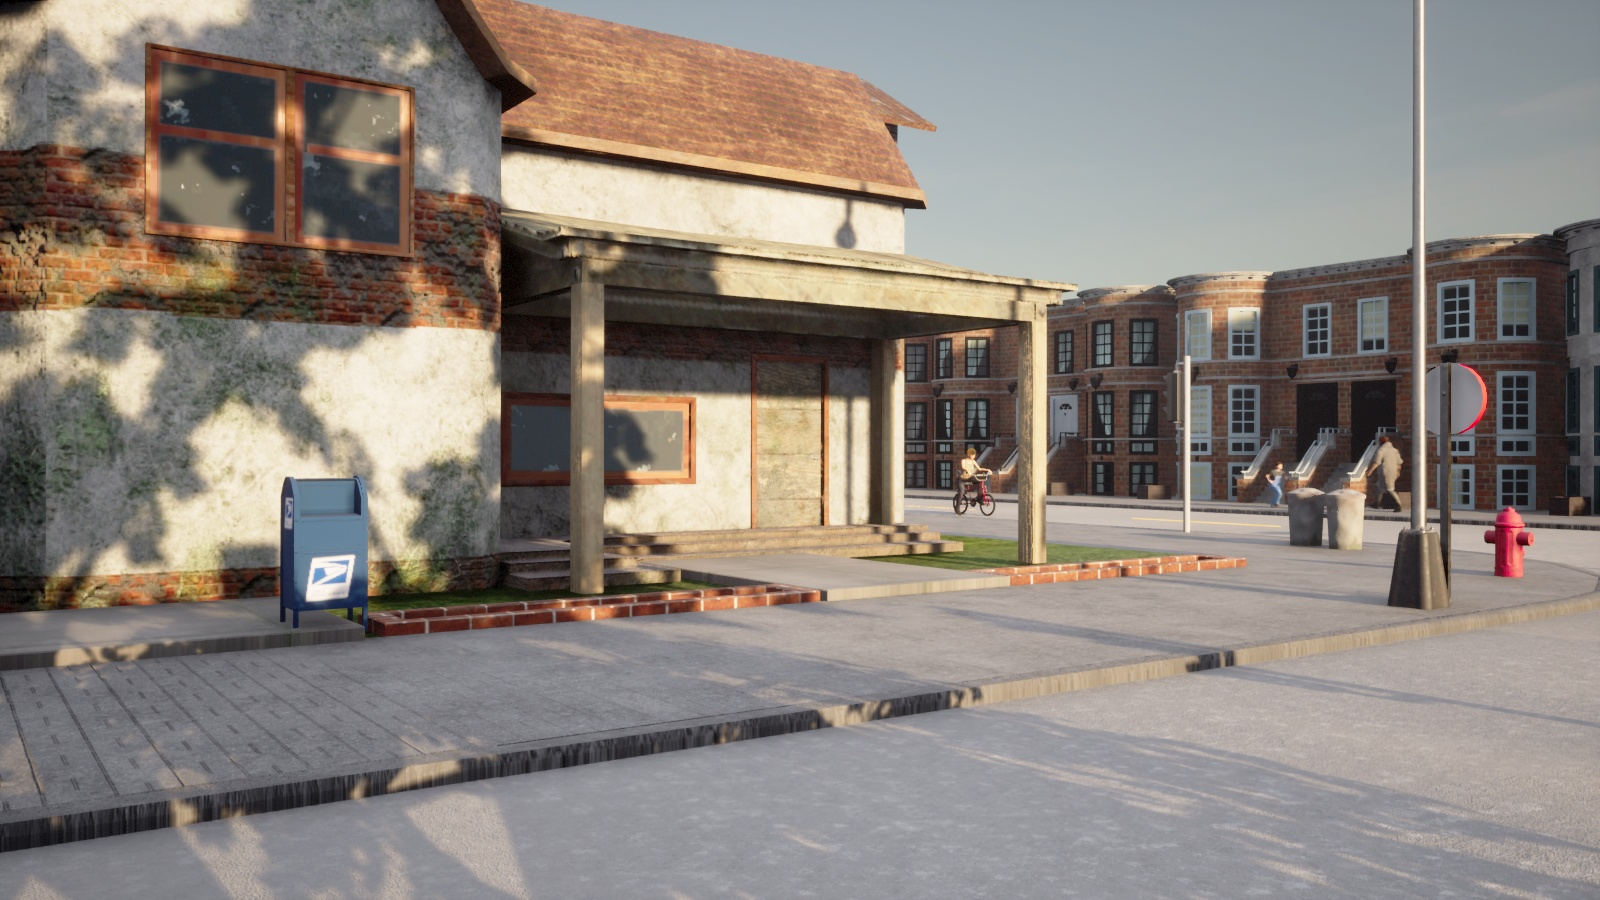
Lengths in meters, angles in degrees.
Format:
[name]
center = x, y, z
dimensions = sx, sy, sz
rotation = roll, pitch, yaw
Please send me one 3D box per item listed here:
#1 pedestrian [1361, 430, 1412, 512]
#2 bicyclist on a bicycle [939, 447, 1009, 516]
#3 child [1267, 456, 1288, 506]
[pedestrian]
center = 14.082, 0.498, 30.156
dimensions = 0.659, 1.952, 0.873
rotation = 0, 0, -31
[bicyclist on a bicycle]
center = 4.182, 0.746, 30.190
dimensions = 0.866, 1.612, 1.509
rotation = 0, 0, -35
[child]
center = 12.192, 0.787, 32.093
dimensions = 0.270, 1.263, 0.437
rotation = 0, 0, -22
